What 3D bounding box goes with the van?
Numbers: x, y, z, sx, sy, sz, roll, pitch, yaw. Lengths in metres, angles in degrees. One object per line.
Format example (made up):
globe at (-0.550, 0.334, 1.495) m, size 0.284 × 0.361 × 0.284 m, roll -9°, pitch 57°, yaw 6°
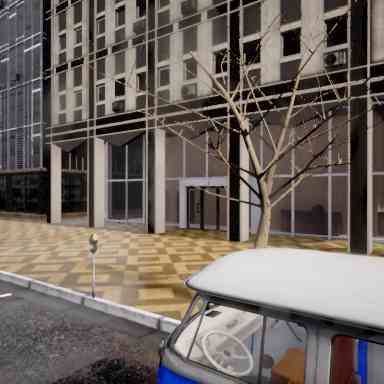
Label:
van at (1.574, 1.341, 1.747) m, size 3.998 × 1.788 × 1.690 m, roll 0°, pitch 0°, yaw 36°
